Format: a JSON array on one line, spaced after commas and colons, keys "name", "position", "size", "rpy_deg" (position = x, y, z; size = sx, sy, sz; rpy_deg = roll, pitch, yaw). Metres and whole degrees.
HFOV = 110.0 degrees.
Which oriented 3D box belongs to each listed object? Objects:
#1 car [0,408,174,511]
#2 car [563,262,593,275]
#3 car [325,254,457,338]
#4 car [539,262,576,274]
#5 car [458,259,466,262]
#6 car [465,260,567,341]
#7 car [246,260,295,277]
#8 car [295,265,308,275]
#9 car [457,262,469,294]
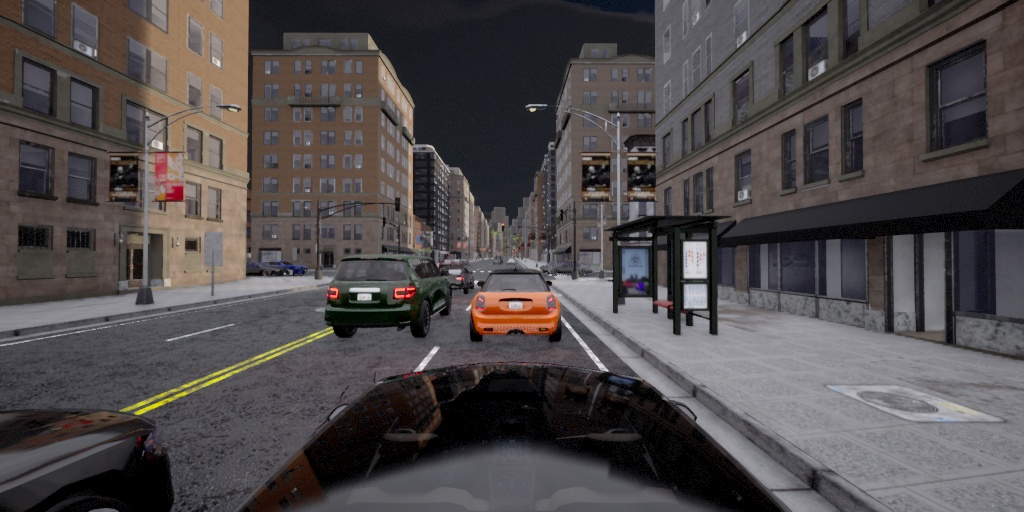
[{"name": "car", "position": [-3.144, 1.241, 0.335], "size": [2.128, 1.511, 4.902], "rpy_deg": [0, 0, 0]}, {"name": "car", "position": [5.895, 1.360, 38.660], "size": [5.357, 1.411, 2.033], "rpy_deg": [0, -1, -5]}, {"name": "car", "position": [-3.173, 0.974, 10.373], "size": [2.150, 2.045, 5.566], "rpy_deg": [0, 0, 0]}, {"name": "car", "position": [5.294, 1.420, 42.098], "size": [4.181, 1.385, 1.994], "rpy_deg": [0, -1, 0]}, {"name": "car", "position": [-9.966, 1.293, 64.364], "size": [1.812, 1.442, 4.674], "rpy_deg": [0, 0, 0]}, {"name": "car", "position": [0.079, 1.104, 9.988], "size": [2.097, 1.767, 4.553], "rpy_deg": [0, 0, 0]}, {"name": "car", "position": [-22.923, 1.175, 31.978], "size": [5.357, 1.411, 2.033], "rpy_deg": [0, -1, 0]}, {"name": "car", "position": [-22.793, 1.149, 35.228], "size": [5.008, 1.535, 1.882], "rpy_deg": [0, -1, 0]}, {"name": "car", "position": [-3.202, 1.282, 20.080], "size": [1.812, 1.442, 4.674], "rpy_deg": [0, 0, 0]}]
